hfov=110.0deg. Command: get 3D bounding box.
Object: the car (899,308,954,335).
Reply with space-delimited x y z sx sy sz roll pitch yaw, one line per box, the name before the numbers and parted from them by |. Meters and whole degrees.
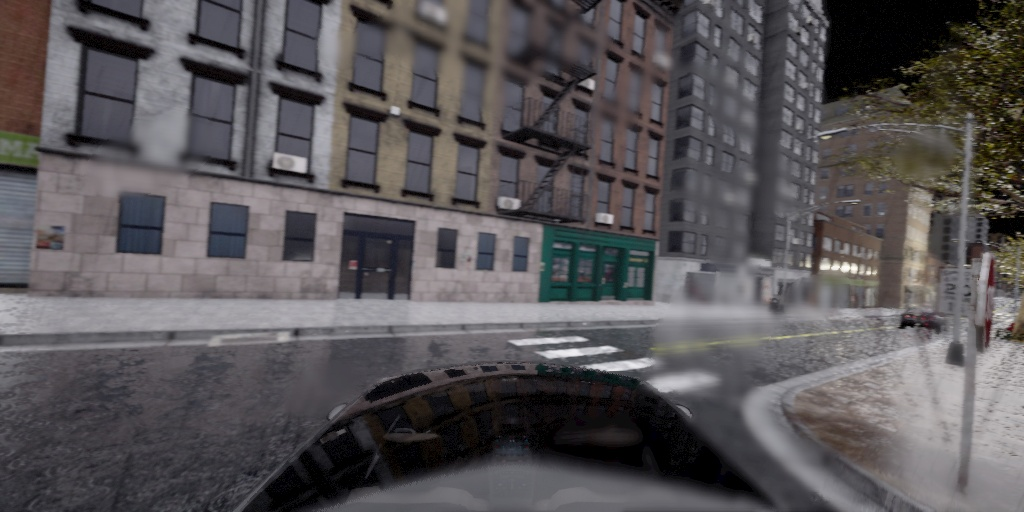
car | 27.549 4.256 23.881 4.892 1.490 1.837 6 -2 -34
